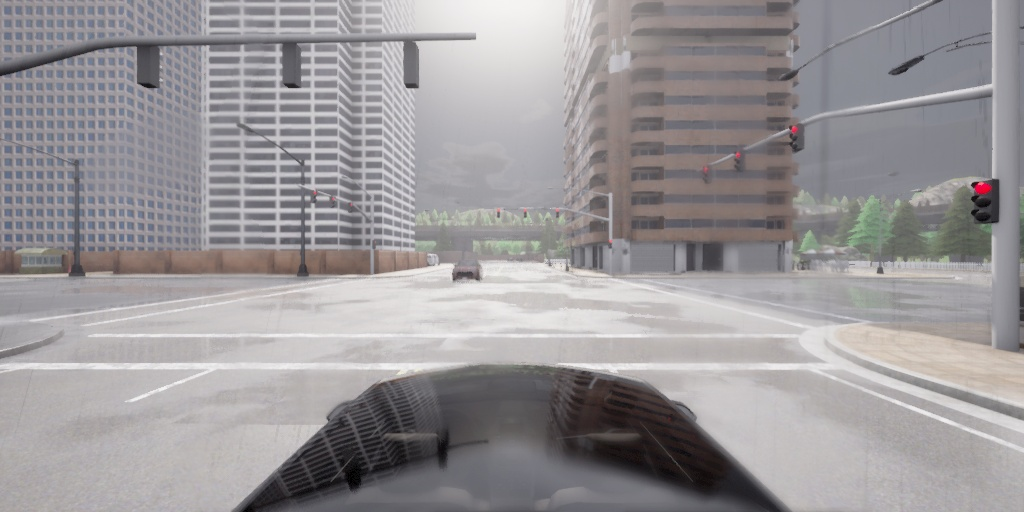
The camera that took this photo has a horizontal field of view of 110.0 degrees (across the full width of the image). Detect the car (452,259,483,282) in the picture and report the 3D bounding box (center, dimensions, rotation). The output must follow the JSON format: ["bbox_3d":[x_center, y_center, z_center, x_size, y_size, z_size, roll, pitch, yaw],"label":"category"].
[{"bbox_3d":[-3.497,1.045,28.706,2.097,1.767,4.553,0,0,0],"label":"car"}]
